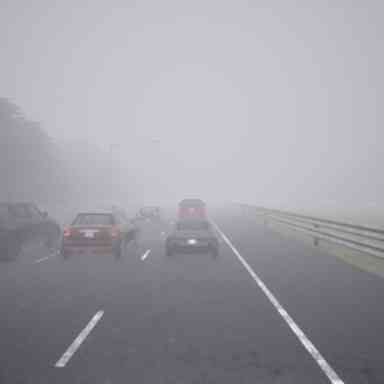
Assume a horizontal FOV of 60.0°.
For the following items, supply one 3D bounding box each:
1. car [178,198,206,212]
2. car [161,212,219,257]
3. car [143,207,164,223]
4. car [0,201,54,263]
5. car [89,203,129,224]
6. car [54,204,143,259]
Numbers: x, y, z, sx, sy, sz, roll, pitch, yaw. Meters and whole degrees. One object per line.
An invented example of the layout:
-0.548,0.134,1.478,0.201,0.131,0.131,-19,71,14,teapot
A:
0.013,1.524,27.557,2.150,2.045,5.566,0,0,0,car
0.025,1.710,13.549,1.994,1.385,4.181,0,-1,1,car
-3.480,1.908,28.248,1.895,1.301,4.718,0,-1,0,car
-6.990,1.345,12.574,2.150,2.045,5.566,0,-1,0,car
-6.978,1.803,28.502,2.128,1.511,4.902,0,-1,0,car
-3.479,1.495,13.425,2.097,1.767,4.553,0,-1,0,car
